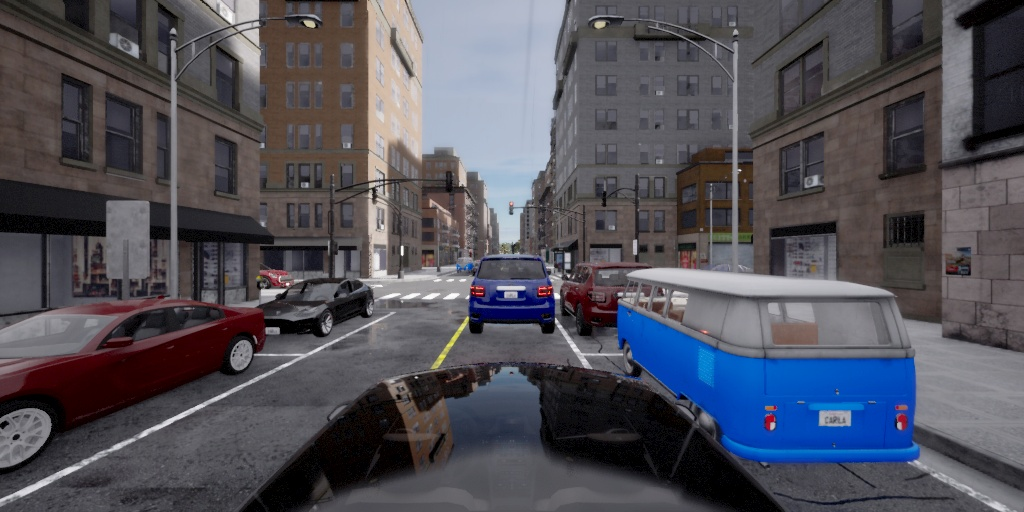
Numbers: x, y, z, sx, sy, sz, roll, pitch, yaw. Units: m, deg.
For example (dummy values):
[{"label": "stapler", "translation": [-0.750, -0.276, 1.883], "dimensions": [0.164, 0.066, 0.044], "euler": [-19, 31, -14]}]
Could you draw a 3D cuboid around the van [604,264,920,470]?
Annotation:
[{"label": "van", "translation": [2.634, 1.091, 4.779], "dimensions": [1.690, 1.789, 3.998], "euler": [0, 0, 0]}]

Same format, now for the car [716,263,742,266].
[{"label": "car", "translation": [14.685, 1.225, 25.205], "dimensions": [5.357, 1.411, 2.033], "euler": [0, 0, 0]}]

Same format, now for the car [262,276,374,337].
[{"label": "car", "translation": [-5.409, 1.316, 10.263], "dimensions": [1.948, 1.339, 4.313], "euler": [0, 0, 0]}]

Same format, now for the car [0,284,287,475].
[{"label": "car", "translation": [-5.391, 1.295, 4.753], "dimensions": [1.888, 1.381, 4.507], "euler": [0, 0, 0]}]

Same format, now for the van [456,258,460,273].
[{"label": "van", "translation": [-5.534, 1.086, 42.227], "dimensions": [1.690, 1.789, 3.998], "euler": [0, 0, 0]}]

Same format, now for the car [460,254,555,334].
[{"label": "car", "translation": [0.036, 0.971, 10.792], "dimensions": [2.150, 2.045, 5.566], "euler": [0, 0, 1]}]

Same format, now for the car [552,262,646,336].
[{"label": "car", "translation": [2.616, 1.064, 10.290], "dimensions": [2.192, 1.841, 5.009], "euler": [0, 0, 0]}]

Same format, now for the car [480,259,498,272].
[{"label": "car", "translation": [-2.995, 1.237, 48.426], "dimensions": [2.128, 1.511, 4.902], "euler": [0, 0, 0]}]

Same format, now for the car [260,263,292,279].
[{"label": "car", "translation": [-16.084, 1.164, 22.108], "dimensions": [4.553, 1.767, 2.097], "euler": [0, 0, 0]}]

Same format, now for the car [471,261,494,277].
[{"label": "car", "translation": [-2.946, 1.251, 36.659], "dimensions": [1.837, 1.490, 4.892], "euler": [0, 0, 1]}]
